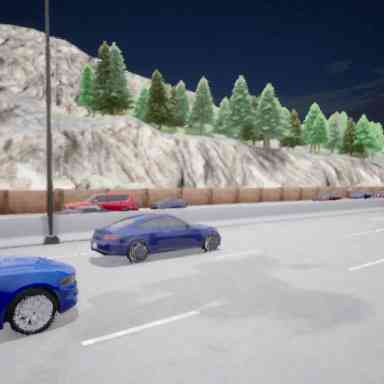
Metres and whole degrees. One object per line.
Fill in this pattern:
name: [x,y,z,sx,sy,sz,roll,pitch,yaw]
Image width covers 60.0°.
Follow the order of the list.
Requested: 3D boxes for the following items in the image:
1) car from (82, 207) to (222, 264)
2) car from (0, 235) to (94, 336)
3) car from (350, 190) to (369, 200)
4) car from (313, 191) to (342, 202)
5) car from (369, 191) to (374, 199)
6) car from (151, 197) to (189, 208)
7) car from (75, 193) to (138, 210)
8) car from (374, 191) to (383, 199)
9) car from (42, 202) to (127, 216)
car: [-1.103,1.445,11.558,4.674,1.442,1.812,-1,1,-36]
car: [-4.303,1.490,4.976,5.008,1.535,1.882,-1,1,-36]
car: [30.070,0.509,58.969,4.553,1.767,2.097,-1,0,-34]
car: [19.412,0.729,47.565,4.553,1.767,2.097,-1,1,-34]
car: [29.152,0.593,49.904,4.553,1.767,2.097,-1,1,-34]
car: [-2.450,1.293,36.622,4.181,1.385,1.994,-1,1,-35]
car: [-6.780,1.101,24.953,5.566,2.045,2.150,-1,0,-35]
car: [27.290,0.527,44.443,5.566,2.045,2.150,-1,1,-34]
car: [-6.789,1.514,20.645,4.718,1.301,1.895,-1,1,-35]
